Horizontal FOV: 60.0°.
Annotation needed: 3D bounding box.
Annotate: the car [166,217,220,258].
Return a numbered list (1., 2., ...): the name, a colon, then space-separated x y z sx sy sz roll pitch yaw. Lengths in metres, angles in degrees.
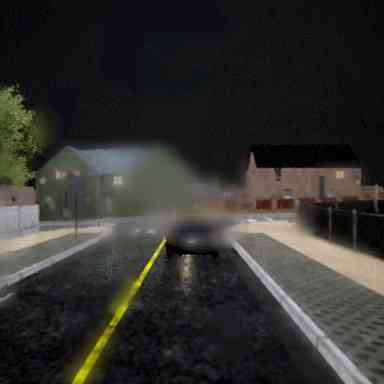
1. car: 0.020 1.709 13.459 1.994 1.385 4.181 0 -1 0
